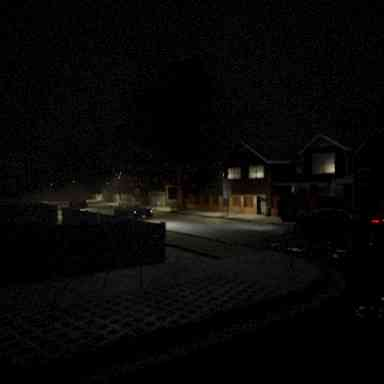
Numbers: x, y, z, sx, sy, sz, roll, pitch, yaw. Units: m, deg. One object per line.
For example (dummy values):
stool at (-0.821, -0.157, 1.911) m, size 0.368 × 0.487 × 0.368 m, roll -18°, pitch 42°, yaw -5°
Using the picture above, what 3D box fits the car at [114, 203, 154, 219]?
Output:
car at (-5.016, 1.650, 28.371) m, size 1.895 × 1.301 × 4.718 m, roll -3°, pitch 2°, yaw -32°

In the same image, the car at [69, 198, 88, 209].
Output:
car at (-16.156, 1.533, 47.214) m, size 1.882 × 1.535 × 5.008 m, roll -3°, pitch 1°, yaw -29°

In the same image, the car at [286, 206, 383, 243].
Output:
car at (6.742, 1.418, 15.916) m, size 2.128 × 1.511 × 4.902 m, roll -3°, pitch 2°, yaw -33°
